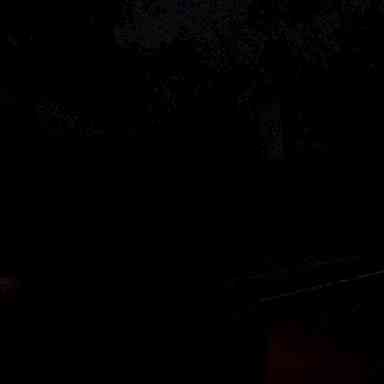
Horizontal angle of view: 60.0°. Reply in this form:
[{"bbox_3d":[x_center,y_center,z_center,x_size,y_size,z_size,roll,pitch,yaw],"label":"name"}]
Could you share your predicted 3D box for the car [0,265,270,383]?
[{"bbox_3d":[-1.543,1.478,2.730,5.008,1.535,1.882,0,0,-35],"label":"car"}]
